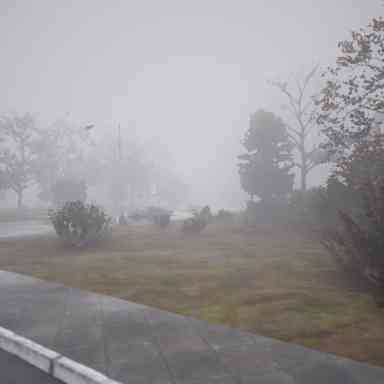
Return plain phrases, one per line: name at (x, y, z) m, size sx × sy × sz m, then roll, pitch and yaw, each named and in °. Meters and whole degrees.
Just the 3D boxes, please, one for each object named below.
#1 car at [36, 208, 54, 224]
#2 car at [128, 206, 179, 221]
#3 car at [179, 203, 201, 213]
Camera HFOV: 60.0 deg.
car at (-12.758, 2.173, 32.474) m, size 2.097 × 1.767 × 4.553 m, roll -3°, pitch -2°, yaw 33°
car at (-3.947, 2.070, 32.910) m, size 2.033 × 1.411 × 5.357 m, roll -3°, pitch -2°, yaw 32°
car at (-0.378, 2.432, 52.070) m, size 2.128 × 1.511 × 4.902 m, roll -3°, pitch -2°, yaw 32°
